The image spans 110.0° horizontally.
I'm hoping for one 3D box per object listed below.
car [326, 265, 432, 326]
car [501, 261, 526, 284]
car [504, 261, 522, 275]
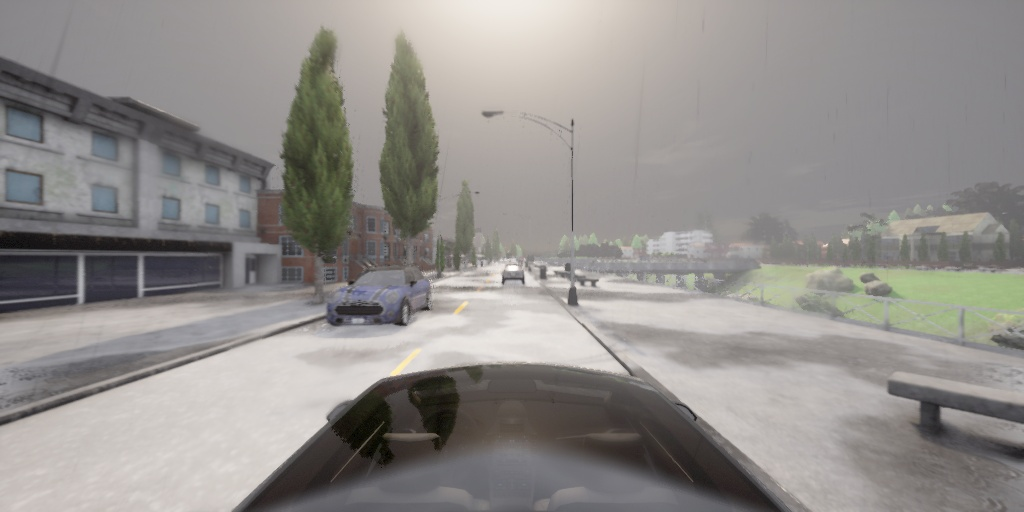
[{"bbox_3d":[-4.080,1.137,11.757,2.097,1.767,4.553,0,0,0],"label":"car"},{"bbox_3d":[0.106,1.390,28.399,2.033,1.411,5.357,0,0,0],"label":"car"},{"bbox_3d":[0.107,1.386,42.974,2.128,1.511,4.902,0,0,0],"label":"car"}]
